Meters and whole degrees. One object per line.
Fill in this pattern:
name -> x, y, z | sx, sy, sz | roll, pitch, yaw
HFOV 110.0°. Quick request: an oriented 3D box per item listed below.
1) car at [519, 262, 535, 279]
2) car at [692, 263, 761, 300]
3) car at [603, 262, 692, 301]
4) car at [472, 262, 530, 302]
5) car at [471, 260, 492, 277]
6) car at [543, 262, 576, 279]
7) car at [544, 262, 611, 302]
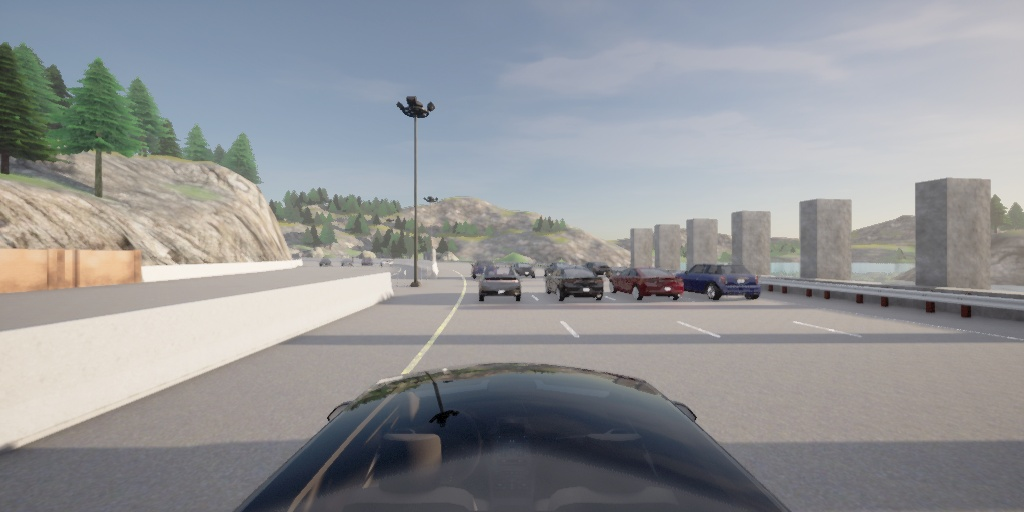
car -> 0.881, 1.280, 32.814 | 1.812, 1.442, 4.674 | 0, 0, -10
car -> 9.822, 1.113, 17.765 | 2.097, 1.767, 4.553 | 0, 0, -5
car -> 6.332, 1.232, 17.504 | 1.882, 1.535, 5.008 | 0, 0, -5
car -> -0.644, 1.242, 16.920 | 2.128, 1.511, 4.902 | 0, 0, -5
car -> -2.566, 1.114, 32.203 | 2.097, 1.767, 4.553 | 0, 0, -10
car -> 4.332, 1.281, 33.396 | 1.812, 1.442, 4.674 | 0, 0, -10
car -> 2.844, 1.232, 17.212 | 1.882, 1.535, 5.008 | 0, 0, -5
